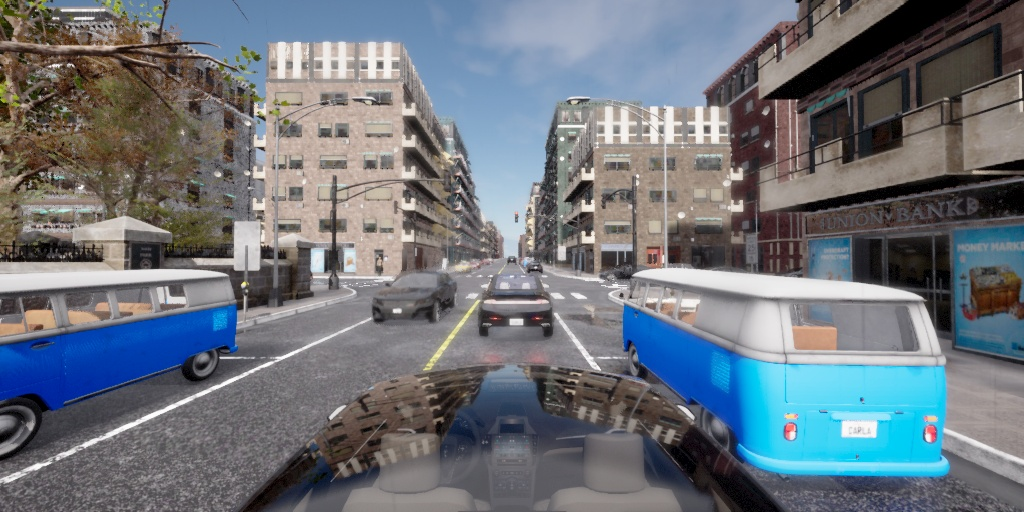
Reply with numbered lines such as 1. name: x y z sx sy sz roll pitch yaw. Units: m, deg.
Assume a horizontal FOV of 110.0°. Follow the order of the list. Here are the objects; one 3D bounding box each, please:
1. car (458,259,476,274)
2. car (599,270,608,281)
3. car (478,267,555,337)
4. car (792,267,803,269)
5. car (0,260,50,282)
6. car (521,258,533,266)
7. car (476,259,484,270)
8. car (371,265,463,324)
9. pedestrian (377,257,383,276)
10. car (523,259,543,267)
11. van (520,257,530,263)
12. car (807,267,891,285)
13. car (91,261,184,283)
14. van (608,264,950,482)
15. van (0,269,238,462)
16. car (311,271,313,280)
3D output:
1. car: -5.698 1.291 42.378 1.751 1.417 4.829 0 0 0
2. car: 9.294 1.370 28.434 4.674 1.442 1.812 1 -1 4
3. car: 0.098 1.244 10.332 2.128 1.511 4.902 0 0 0
4. car: 24.906 1.548 30.588 4.313 1.339 1.948 0 0 1
5. car: -36.517 1.045 25.535 4.892 1.490 1.837 0 -1 1
6. car: 2.681 1.318 48.193 2.007 1.370 4.403 0 0 0
7. car: -5.701 1.210 53.833 1.967 1.591 4.097 0 0 0
8. car: -3.095 1.231 12.286 1.882 1.535 5.008 0 0 1
9. pedestrian: -12.546 0.969 33.989 0.375 1.860 0.375 0 -1 1
10. car: 2.683 1.331 42.550 1.948 1.339 4.313 0 0 0
11. van: 2.679 1.114 59.477 1.690 1.789 3.998 0 0 0
12. car: 26.200 1.544 27.992 4.718 1.301 1.895 0 -1 1
13. car: -26.418 1.120 25.409 4.674 1.442 1.812 0 -1 1
14. van: 2.658 1.092 4.603 1.690 1.789 3.998 0 0 0
15. van: -5.657 1.092 4.603 1.690 1.789 3.998 0 0 0
16. car: -16.592 1.000 25.296 4.553 1.767 2.097 0 -1 1
